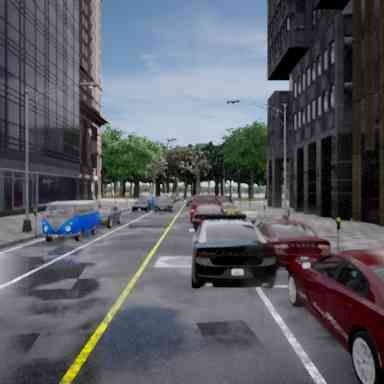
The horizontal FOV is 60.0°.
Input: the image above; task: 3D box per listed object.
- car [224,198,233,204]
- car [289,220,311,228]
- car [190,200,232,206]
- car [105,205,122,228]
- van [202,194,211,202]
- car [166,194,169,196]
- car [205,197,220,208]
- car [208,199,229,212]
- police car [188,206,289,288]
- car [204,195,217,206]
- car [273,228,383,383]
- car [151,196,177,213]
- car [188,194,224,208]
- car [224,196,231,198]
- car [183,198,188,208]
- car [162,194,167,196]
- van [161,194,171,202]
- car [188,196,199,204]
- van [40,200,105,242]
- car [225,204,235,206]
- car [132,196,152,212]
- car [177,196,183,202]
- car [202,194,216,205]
[{"bbox_3d":[2.863,1.480,26.962,1.752,1.417,4.829,0,0,0],"label":"car"},{"bbox_3d":[2.800,1.526,10.480,1.887,1.381,4.507,0,0,0],"label":"car"},{"bbox_3d":[0.971,1.445,19.191,1.882,1.535,5.008,0,0,0],"label":"car"},{"bbox_3d":[-5.684,1.514,21.387,2.008,1.369,4.403,0,0,0],"label":"car"},{"bbox_3d":[3.028,1.241,70.292,1.690,1.788,3.998,0,0,0],"label":"van"},{"bbox_3d":[-5.539,1.437,59.280,1.752,1.417,4.829,0,0,0],"label":"car"},{"bbox_3d":[2.945,1.469,48.542,1.887,1.381,4.507,0,0,0],"label":"car"},{"bbox_3d":[2.904,1.490,37.667,2.008,1.369,4.403,0,0,0],"label":"car"},{"bbox_3d":[0.933,1.409,9.301,1.930,1.638,5.238,0,0,0],"label":"police car"},{"bbox_3d":[2.966,1.358,53.979,1.967,1.590,4.097,0,0,0],"label":"car"},{"bbox_3d":[2.779,1.536,5.042,1.887,1.381,4.507,0,0,0],"label":"car"},{"bbox_3d":[-2.966,1.446,35.789,1.837,1.490,4.892,0,0,0],"label":"car"},{"bbox_3d":[0.958,1.180,25.219,2.150,2.045,5.566,0,0,0],"label":"car"},{"bbox_3d":[2.882,1.262,32.229,2.192,1.841,5.009,0,0,0],"label":"car"},{"bbox_3d":[0.194,1.418,47.149,2.128,1.511,4.902,0,0,1],"label":"car"},{"bbox_3d":[-5.559,1.484,54.012,1.947,1.339,4.313,0,0,0],"label":"car"},{"bbox_3d":[-5.497,1.241,70.325,1.690,1.788,3.998,0,0,0],"label":"van"},{"bbox_3d":[0.229,1.474,60.382,1.994,1.385,4.181,0,0,0],"label":"car"},{"bbox_3d":[-5.705,1.314,15.950,1.690,1.788,3.998,0,0,0],"label":"van"},{"bbox_3d":[2.821,1.497,16.087,1.752,1.417,4.829,0,0,0],"label":"car"},{"bbox_3d":[-5.622,1.505,37.700,1.947,1.339,4.313,0,0,0],"label":"car"},{"bbox_3d":[-2.730,1.464,70.598,1.994,1.385,4.181,0,0,0],"label":"car"},{"bbox_3d":[2.986,1.226,59.417,2.192,1.841,5.009,0,0,0],"label":"car"}]
